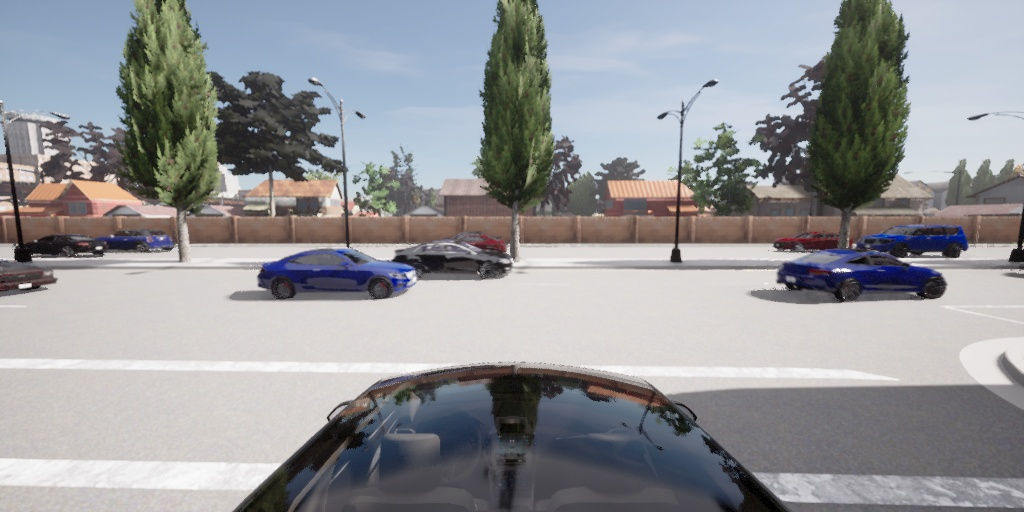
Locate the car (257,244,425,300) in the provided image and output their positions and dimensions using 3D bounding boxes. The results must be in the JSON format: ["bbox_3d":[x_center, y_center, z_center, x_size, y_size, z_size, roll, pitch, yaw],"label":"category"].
[{"bbox_3d":[-5.412,0.488,11.307,4.674,1.442,1.812,0,6,0],"label":"car"}]

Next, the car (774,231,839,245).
[{"bbox_3d":[22.142,-1.073,26.475,5.008,1.535,1.882,0,6,0],"label":"car"}]

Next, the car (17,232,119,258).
[{"bbox_3d":[-28.687,-0.673,22.896,4.674,1.442,1.812,0,6,0],"label":"car"}]

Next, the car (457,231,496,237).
[{"bbox_3d":[-2.661,-0.672,22.935,4.674,1.442,1.812,0,6,0],"label":"car"}]

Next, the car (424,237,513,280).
[{"bbox_3d":[-2.407,0.111,14.789,4.902,1.511,2.128,0,6,0],"label":"car"}]

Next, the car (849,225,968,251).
[{"bbox_3d":[25.577,-0.976,22.975,5.566,2.045,2.150,0,6,0],"label":"car"}]

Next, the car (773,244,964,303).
[{"bbox_3d":[10.782,0.516,11.207,4.674,1.442,1.812,-1,5,-7],"label":"car"}]

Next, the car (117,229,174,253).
[{"bbox_3d":[-27.901,-1.197,26.362,4.553,1.767,2.097,0,6,0],"label":"car"}]

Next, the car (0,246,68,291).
[{"bbox_3d":[-17.830,0.531,11.209,5.357,1.411,2.033,0,6,1],"label":"car"}]
